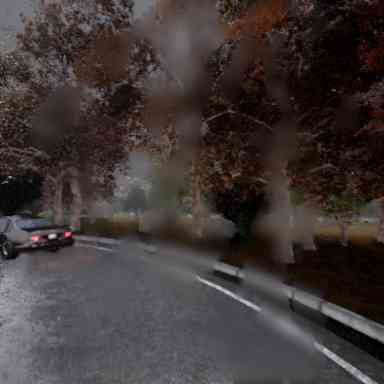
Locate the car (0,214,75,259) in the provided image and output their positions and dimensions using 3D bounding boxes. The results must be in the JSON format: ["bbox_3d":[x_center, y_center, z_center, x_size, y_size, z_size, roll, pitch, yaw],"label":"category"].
[{"bbox_3d":[-6.729,1.558,12.637,5.357,1.411,2.033,-1,0,35],"label":"car"}]
